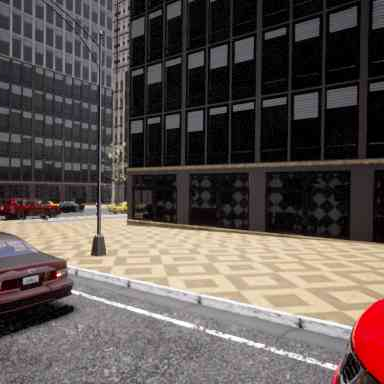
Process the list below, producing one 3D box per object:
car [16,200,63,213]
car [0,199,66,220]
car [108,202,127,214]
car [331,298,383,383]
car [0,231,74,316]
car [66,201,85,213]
[{"bbox_3d":[-17.874,1.643,39.185,1.752,1.417,4.829,1,0,37],"label":"car"},{"bbox_3d":[-14.400,1.519,29.801,2.192,1.841,5.009,1,0,37],"label":"car"},{"bbox_3d":[-7.579,1.830,38.995,1.752,1.417,4.829,1,0,37],"label":"car"},{"bbox_3d":[3.474,1.222,1.196,5.566,2.045,2.150,0,0,36],"label":"car"},{"bbox_3d":[-4.797,1.544,7.122,5.357,1.411,2.033,0,0,35],"label":"car"},{"bbox_3d":[-14.996,1.771,38.706,1.895,1.301,4.718,1,0,37],"label":"car"}]
